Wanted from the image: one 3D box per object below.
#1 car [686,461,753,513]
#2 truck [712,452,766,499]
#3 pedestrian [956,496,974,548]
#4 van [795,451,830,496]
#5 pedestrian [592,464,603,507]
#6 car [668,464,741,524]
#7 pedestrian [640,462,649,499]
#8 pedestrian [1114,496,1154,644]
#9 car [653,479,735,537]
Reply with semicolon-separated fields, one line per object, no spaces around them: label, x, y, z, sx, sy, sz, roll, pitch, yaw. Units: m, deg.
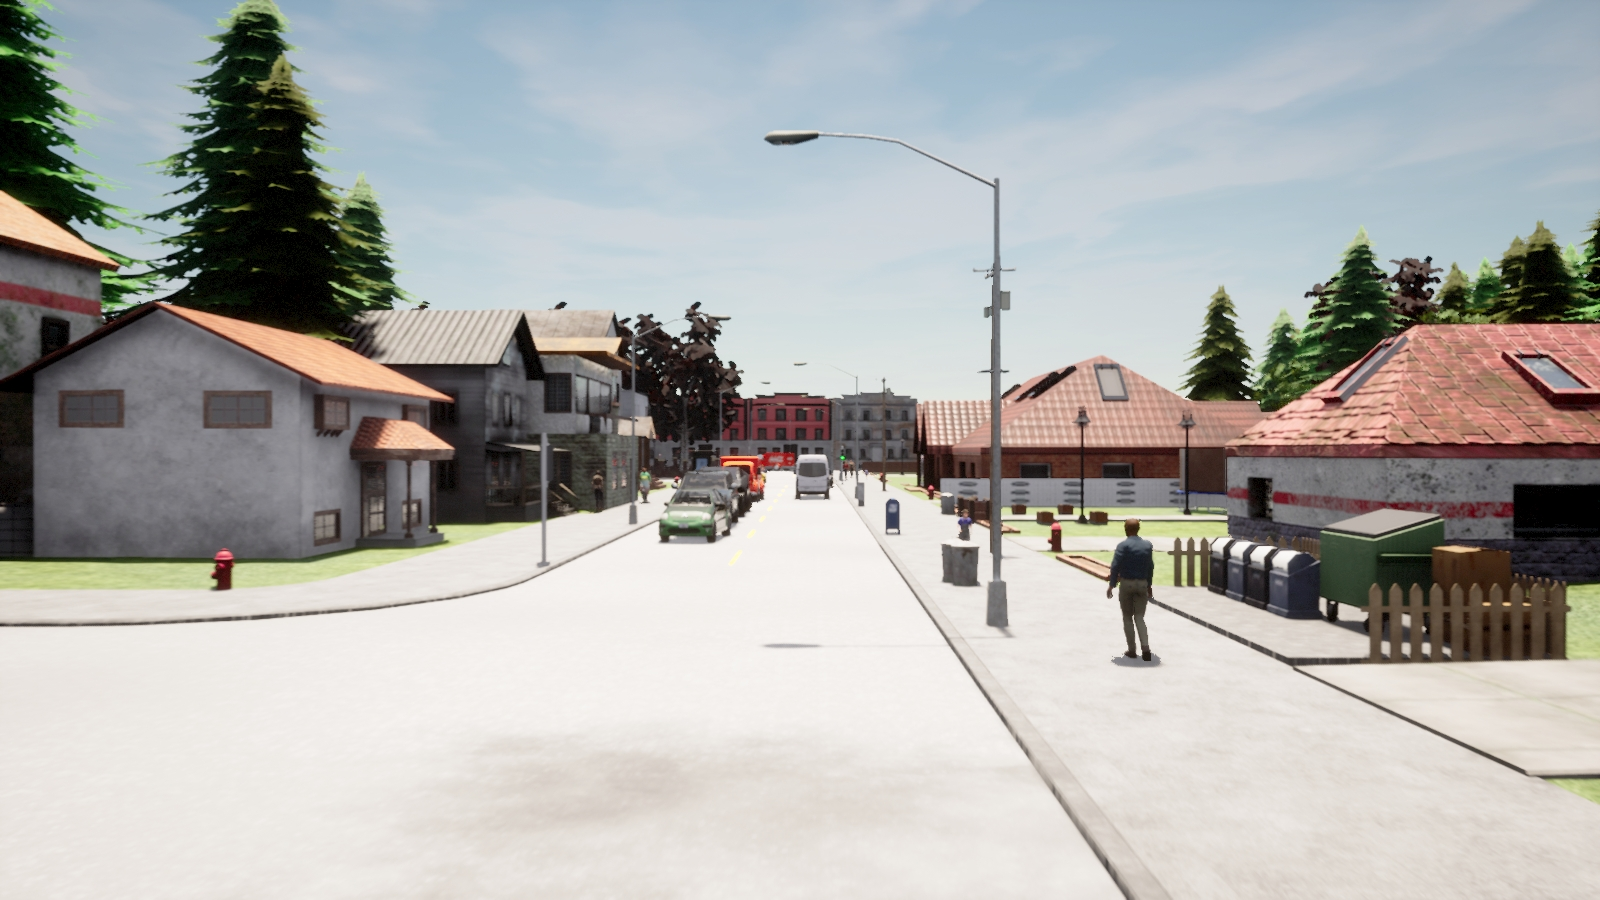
car;-3.450;1.552;50.138;2.390;2.098;6.274;0;0;1
truck;-3.317;1.386;63.206;2.627;2.467;5.204;0;-1;1
pedestrian;4.164;1.816;28.843;0.375;1.300;0.375;0;0;-1
van;0.728;1.341;67.597;1.988;2.561;5.915;0;0;1
pedestrian;-8.760;1.543;49.435;0.375;1.860;0.375;0;0;5
car;-3.494;1.575;42.728;2.150;2.045;5.566;0;0;1
pedestrian;-7.887;1.545;58.069;0.375;1.860;0.375;0;0;3
pedestrian;4.286;1.531;14.668;0.375;1.860;0.375;0;0;-5
car;-3.284;1.793;36.124;1.851;1.617;3.988;0;0;6
